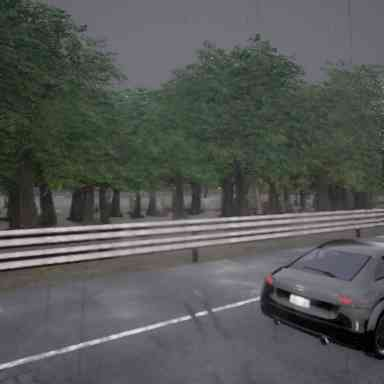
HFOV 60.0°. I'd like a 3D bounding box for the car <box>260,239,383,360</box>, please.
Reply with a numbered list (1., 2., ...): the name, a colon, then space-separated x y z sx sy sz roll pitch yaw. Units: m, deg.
1. car: 3.208 1.570 6.033 4.181 1.385 1.994 0 0 -36
